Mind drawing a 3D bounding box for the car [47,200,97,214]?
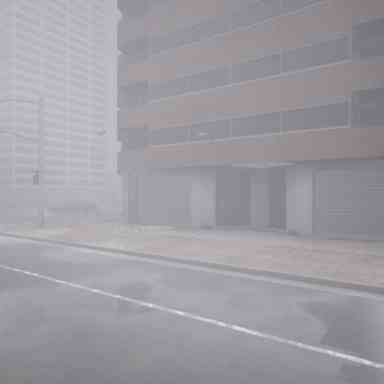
[{"bbox_3d":[-13.035,1.547,36.555,2.033,1.411,5.357,0,0,35],"label":"car"}]

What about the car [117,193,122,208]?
[{"bbox_3d":[-7.335,1.352,44.674,2.097,1.767,4.553,0,0,35],"label":"car"}]
